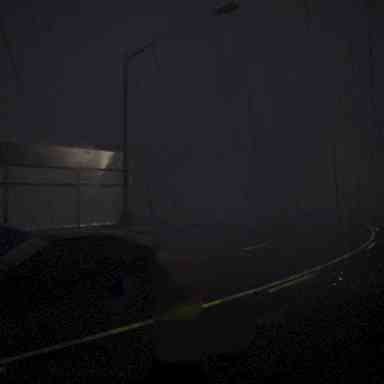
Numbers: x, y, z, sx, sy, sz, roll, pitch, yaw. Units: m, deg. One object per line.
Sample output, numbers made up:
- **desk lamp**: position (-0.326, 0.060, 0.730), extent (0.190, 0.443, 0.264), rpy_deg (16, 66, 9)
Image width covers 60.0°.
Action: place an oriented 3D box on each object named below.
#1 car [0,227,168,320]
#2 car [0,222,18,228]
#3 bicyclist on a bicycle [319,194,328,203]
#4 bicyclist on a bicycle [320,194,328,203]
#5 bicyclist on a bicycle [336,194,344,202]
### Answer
- **car**: position (-2.652, 1.518, 6.613), extent (4.674, 1.442, 1.812), rpy_deg (0, 0, -38)
- **car**: position (-6.133, 1.471, 8.370), extent (5.008, 1.535, 1.882), rpy_deg (0, 0, -36)
- **bicyclist on a bicycle**: position (24.405, 1.261, 61.766), extent (1.656, 1.620, 0.582), rpy_deg (-8, 2, 0)
- **bicyclist on a bicycle**: position (24.816, 1.183, 62.640), extent (1.656, 1.620, 0.582), rpy_deg (0, 0, -35)
- **bicyclist on a bicycle**: position (29.475, 1.173, 66.202), extent (1.656, 1.620, 0.582), rpy_deg (0, 0, 35)
